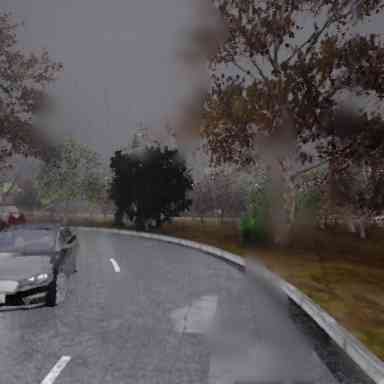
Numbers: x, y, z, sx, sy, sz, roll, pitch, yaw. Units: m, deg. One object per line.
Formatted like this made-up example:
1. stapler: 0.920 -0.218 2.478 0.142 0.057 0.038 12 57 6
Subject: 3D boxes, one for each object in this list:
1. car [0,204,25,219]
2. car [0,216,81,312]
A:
1. car: -13.206 1.571 21.494 4.553 1.767 2.097 0 -1 11
2. car: -3.867 1.570 8.037 2.128 1.511 4.902 1 -1 -12
